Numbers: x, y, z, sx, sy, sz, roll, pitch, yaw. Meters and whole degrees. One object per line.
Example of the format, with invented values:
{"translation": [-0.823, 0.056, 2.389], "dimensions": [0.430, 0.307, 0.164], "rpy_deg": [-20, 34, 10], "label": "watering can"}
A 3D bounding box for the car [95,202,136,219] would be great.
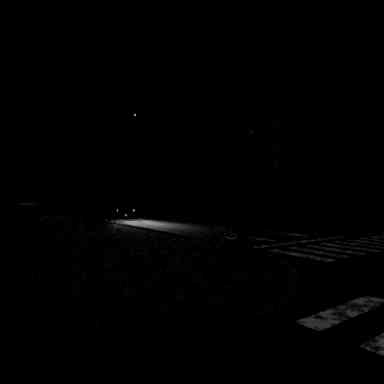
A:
{"translation": [-6.556, 1.555, 28.399], "dimensions": [1.895, 1.301, 4.718], "rpy_deg": [1, 0, -36], "label": "car"}

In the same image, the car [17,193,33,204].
{"translation": [-32.470, 1.211, 64.531], "dimensions": [2.150, 2.045, 5.566], "rpy_deg": [1, 0, -36], "label": "car"}
